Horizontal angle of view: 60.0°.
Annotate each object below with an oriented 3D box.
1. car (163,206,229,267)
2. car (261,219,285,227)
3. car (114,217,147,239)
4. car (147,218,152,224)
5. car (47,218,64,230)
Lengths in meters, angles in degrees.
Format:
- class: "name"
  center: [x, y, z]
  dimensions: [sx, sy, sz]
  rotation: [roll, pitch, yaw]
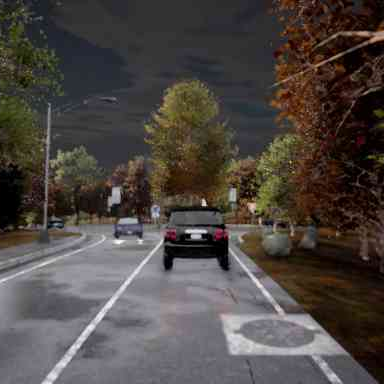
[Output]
- class: "car"
  center: [0.161, 1.567, 12.824]
  dimensions: [2.150, 2.045, 5.566]
  rotation: [0, -2, 1]
- class: "car"
  center: [13.240, 5.062, 54.500]
  dimensions: [2.033, 1.411, 5.357]
  rotation: [1, -5, -15]
- class: "car"
  center: [-4.567, 2.526, 23.859]
  dimensions: [1.812, 1.442, 4.674]
  rotation: [1, -4, -13]
- class: "car"
  center: [-10.127, 5.764, 65.436]
  dimensions: [4.674, 1.442, 1.812]
  rotation: [2, -6, -23]
- class: "car"
  center: [-17.679, 4.050, 42.933]
  dimensions: [2.128, 1.511, 4.902]
  rotation: [2, -5, -25]
